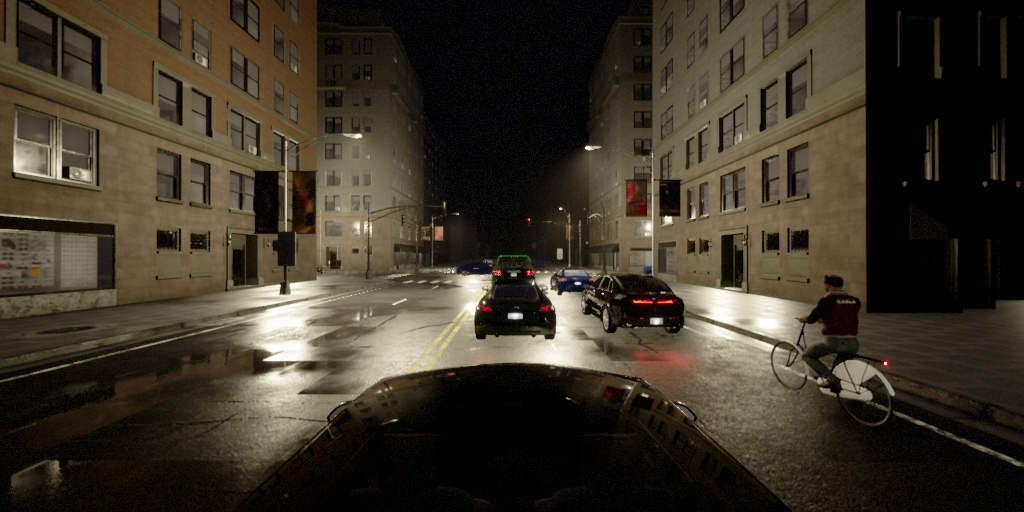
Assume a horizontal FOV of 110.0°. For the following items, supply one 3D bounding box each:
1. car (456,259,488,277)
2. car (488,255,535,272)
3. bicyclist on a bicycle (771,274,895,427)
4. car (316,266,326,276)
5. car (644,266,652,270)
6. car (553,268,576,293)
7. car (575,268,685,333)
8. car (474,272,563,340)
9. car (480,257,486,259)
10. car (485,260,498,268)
[{"bbox_3d":[-3.054,1.277,34.710,4.674,1.442,1.812,0,0,0],"label":"car"},{"bbox_3d":[0.079,0.974,19.440,2.150,2.045,5.566,0,0,0],"label":"car"},{"bbox_3d":[4.140,1.121,4.822,0.659,1.776,1.843,0,0,0],"label":"bicyclist on a bicycle"},{"bbox_3d":[-20.670,1.235,34.743,4.892,1.490,1.837,0,0,0],"label":"car"},{"bbox_3d":[16.363,1.287,37.584,5.008,1.535,1.882,0,0,0],"label":"car"},{"bbox_3d":[3.228,1.316,19.589,1.994,1.385,4.181,0,0,0],"label":"car"},{"bbox_3d":[3.336,1.255,10.693,1.837,1.490,4.892,0,0,0],"label":"car"},{"bbox_3d":[0.087,1.314,10.027,1.994,1.385,4.181,0,0,0],"label":"car"},{"bbox_3d":[-3.397,1.254,50.991,2.128,1.511,4.902,0,0,0],"label":"car"},{"bbox_3d":[-3.395,1.365,60.255,1.895,1.301,4.718,0,0,0],"label":"car"}]
